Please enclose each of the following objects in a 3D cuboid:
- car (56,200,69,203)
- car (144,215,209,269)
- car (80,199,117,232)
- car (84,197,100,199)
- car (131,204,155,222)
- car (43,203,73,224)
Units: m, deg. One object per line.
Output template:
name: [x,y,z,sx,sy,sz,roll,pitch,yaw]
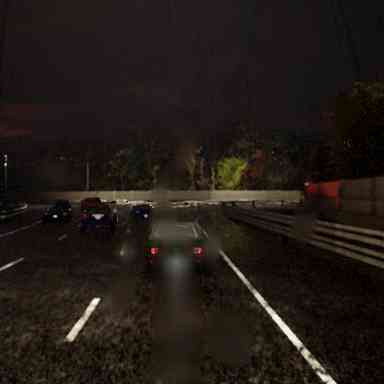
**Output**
car: [-17.478,1.834,44.636,2.097,1.767,4.553,0,-1,-25]
car: [-0.544,1.716,11.635,1.895,1.301,4.718,0,-1,-3]
car: [-6.144,1.586,22.256,2.097,1.767,4.553,0,-1,-12]
car: [-13.354,1.686,44.099,2.150,2.045,5.566,0,-1,-25]
car: [-4.464,1.829,29.969,1.812,1.442,4.674,0,-1,-15]
car: [-11.104,1.864,27.687,1.994,1.385,4.181,0,-1,-15]
